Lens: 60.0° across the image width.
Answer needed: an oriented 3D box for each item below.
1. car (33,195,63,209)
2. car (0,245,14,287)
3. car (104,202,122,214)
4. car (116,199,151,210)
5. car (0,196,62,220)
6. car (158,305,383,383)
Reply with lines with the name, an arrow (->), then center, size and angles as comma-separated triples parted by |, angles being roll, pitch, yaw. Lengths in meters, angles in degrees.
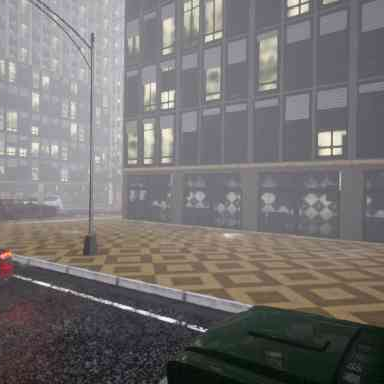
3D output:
car -> -17.048, 1.367, 36.656 | 2.150, 2.045, 5.566 | 1, 0, 36
car -> -6.076, 1.521, 7.983 | 4.674, 1.442, 1.812 | 0, 0, 35
car -> -8.043, 1.830, 39.153 | 1.752, 1.417, 4.829 | 1, 0, 36
car -> -8.403, 1.766, 48.412 | 2.128, 1.511, 4.902 | 1, 0, 36
car -> -14.819, 1.519, 29.926 | 2.192, 1.841, 5.009 | 1, 0, 36
car -> 2.035, 1.601, 2.235 | 4.718, 1.301, 1.895 | 0, 0, 35
